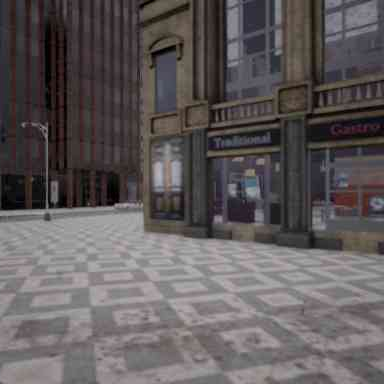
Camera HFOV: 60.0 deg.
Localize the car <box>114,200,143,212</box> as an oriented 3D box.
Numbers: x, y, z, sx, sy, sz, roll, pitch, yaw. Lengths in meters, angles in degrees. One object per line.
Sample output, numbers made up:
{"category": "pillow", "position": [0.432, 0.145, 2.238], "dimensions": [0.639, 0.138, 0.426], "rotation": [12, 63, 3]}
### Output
{"category": "car", "position": [-7.257, 1.651, 40.689], "dimensions": [1.895, 1.301, 4.718], "rotation": [0, 0, 36]}
